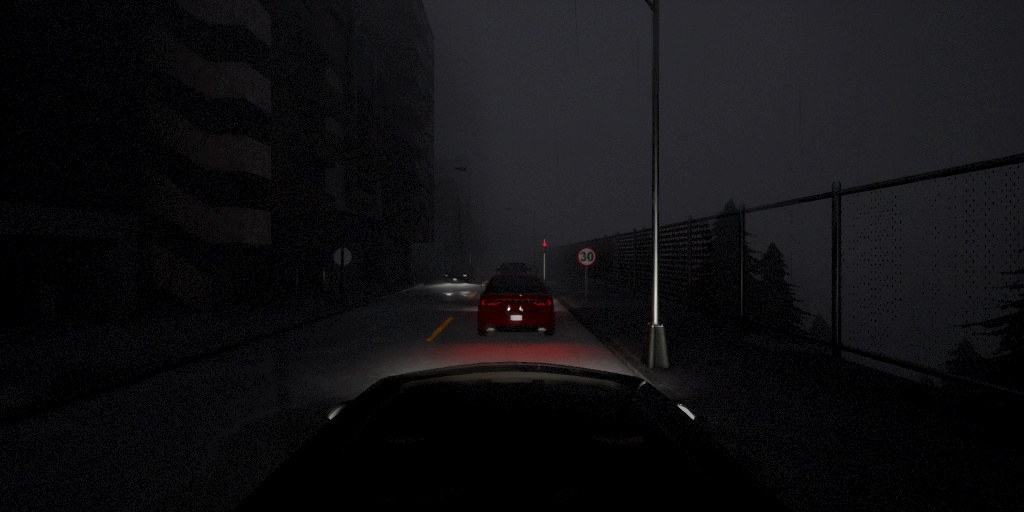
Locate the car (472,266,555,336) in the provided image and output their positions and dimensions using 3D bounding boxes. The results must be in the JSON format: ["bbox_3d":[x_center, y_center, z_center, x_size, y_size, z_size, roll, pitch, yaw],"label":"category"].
[{"bbox_3d":[0.094,1.228,10.482,1.882,1.535,5.008,0,0,0],"label":"car"}]

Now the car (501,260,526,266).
[{"bbox_3d":[0.090,1.102,20.851,2.097,1.767,4.553,0,0,0],"label":"car"}]

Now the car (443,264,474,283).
[{"bbox_3d":[-4.030,1.298,28.101,2.033,1.411,5.357,0,0,0],"label":"car"}]
